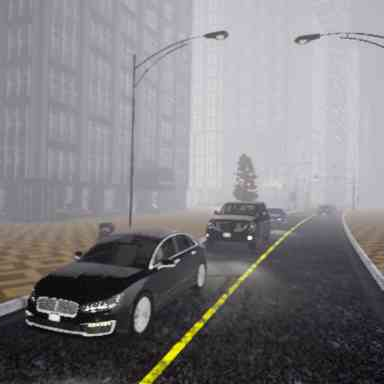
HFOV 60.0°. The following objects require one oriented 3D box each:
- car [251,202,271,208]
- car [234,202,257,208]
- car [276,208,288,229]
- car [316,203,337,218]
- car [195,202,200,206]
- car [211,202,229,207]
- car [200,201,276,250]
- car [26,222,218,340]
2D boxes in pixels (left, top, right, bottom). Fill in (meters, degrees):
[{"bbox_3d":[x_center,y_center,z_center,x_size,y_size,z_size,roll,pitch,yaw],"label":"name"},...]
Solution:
[{"bbox_3d":[16.532,3.049,79.785,4.403,1.369,2.008,-1,-1,35],"label":"car"},{"bbox_3d":[11.708,2.850,72.936,4.403,1.369,2.008,-1,-1,35],"label":"car"},{"bbox_3d":[6.298,1.948,25.653,1.812,1.442,4.674,1,-1,23],"label":"car"},{"bbox_3d":[16.061,2.266,40.001,1.837,1.490,4.892,1,-1,25],"label":"car"},{"bbox_3d":[2.735,3.223,89.501,4.313,1.339,1.947,-1,-1,35],"label":"car"},{"bbox_3d":[7.334,3.169,86.262,4.313,1.339,1.947,-1,-1,35],"label":"car"},{"bbox_3d":[2.460,1.465,16.245,2.150,2.045,5.566,1,-1,22],"label":"car"},{"bbox_3d":[-1.096,1.572,6.985,1.837,1.490,4.892,1,-1,21],"label":"car"}]
